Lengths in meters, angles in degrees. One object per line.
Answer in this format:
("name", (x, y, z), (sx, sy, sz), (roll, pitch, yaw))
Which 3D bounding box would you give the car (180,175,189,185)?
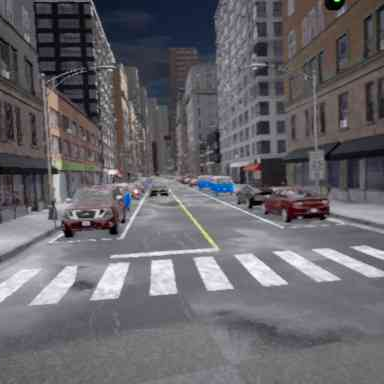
("car", (-0.752, -2.055, 64.236), (1.802, 1.307, 4.206), (-3, 3, -6))

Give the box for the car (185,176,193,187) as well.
("car", (0.410, -1.489, 53.310), (1.802, 1.307, 4.206), (-3, 3, -6))

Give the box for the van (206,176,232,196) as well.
("van", (2.721, -0.594, 31.443), (1.690, 1.788, 3.998), (-3, 3, -6))

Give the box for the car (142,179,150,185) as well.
("car", (-10.963, -2.471, 79.748), (1.802, 1.307, 4.206), (-3, 3, -6))

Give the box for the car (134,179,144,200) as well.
("car", (-5.743, -0.064, 30.571), (1.967, 1.590, 4.097), (-3, 3, -6))

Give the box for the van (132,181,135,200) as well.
("van", (-4.586, 0.405, 19.638), (1.690, 1.788, 3.998), (-3, 3, -6))

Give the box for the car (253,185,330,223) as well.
("car", (4.474, 0.460, 15.064), (1.887, 1.381, 4.507), (-3, 3, -6))

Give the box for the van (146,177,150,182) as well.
("van", (-8.652, -1.581, 57.882), (1.690, 1.788, 3.998), (-3, 3, -6))

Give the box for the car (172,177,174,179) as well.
("car", (-3.658, -3.497, 91.551), (2.008, 1.369, 4.403), (-3, 3, -6))

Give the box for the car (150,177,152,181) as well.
("car", (-9.223, -1.655, 63.356), (2.008, 1.369, 4.403), (-3, 3, -6))

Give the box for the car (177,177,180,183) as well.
("car", (-1.345, -2.604, 69.684), (2.192, 1.841, 5.009), (-3, 3, -6))

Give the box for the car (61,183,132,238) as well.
("car", (-4.007, 0.662, 14.174), (2.192, 1.841, 5.009), (-3, 3, -6))

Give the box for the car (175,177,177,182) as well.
("car", (-2.501, -3.044, 80.618), (1.967, 1.590, 4.097), (-3, 3, -6))

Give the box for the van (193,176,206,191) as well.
("van", (1.560, -1.161, 42.369), (1.690, 1.788, 3.998), (-3, 3, -6))

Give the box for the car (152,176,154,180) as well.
("car", (-12.126, -3.051, 90.674), (1.947, 1.339, 4.313), (-3, 3, -6))

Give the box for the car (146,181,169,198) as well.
("car", (-3.323, -0.155, 33.108), (1.895, 1.301, 4.718), (-3, 3, -6))

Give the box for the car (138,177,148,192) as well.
("car", (-6.904, -0.631, 41.497), (1.967, 1.590, 4.097), (-3, 3, -6))

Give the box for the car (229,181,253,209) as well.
("car", (3.894, 0.198, 20.529), (1.947, 1.339, 4.313), (-3, 3, -6))
